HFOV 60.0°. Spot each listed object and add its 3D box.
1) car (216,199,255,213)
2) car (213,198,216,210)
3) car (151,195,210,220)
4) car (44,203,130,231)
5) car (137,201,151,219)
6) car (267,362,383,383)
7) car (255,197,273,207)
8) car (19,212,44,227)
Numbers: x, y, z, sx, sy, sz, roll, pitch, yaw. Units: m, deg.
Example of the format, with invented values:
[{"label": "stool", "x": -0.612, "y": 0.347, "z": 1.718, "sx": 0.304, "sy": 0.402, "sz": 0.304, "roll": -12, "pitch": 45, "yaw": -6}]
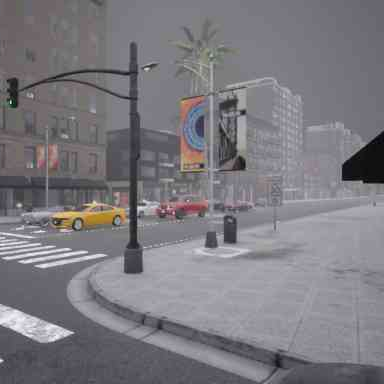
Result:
[{"label": "car", "x": 5.000, "y": 1.657, "z": 37.623, "sx": 1.895, "sy": 1.301, "sz": 4.718, "roll": 0, "pitch": 0, "yaw": 35}, {"label": "car", "x": 2.080, "y": 1.528, "z": 39.123, "sx": 1.882, "sy": 1.535, "sz": 5.008, "roll": 0, "pitch": 0, "yaw": 35}, {"label": "car", "x": -0.765, "y": 1.257, "z": 29.457, "sx": 2.150, "sy": 2.045, "sz": 5.566, "roll": 0, "pitch": 0, "yaw": 35}, {"label": "car", "x": -6.491, "y": 1.496, "z": 21.325, "sx": 1.882, "sy": 1.535, "sz": 5.008, "roll": 0, "pitch": 0, "yaw": 35}, {"label": "car", "x": -4.158, "y": 1.555, "z": 30.279, "sx": 1.812, "sy": 1.442, "sz": 4.674, "roll": 0, "pitch": 0, "yaw": 35}, {"label": "car", "x": 2.206, "y": 1.551, "z": 1.274, "sx": 4.403, "sy": 1.369, "sz": 2.008, "roll": 0, "pitch": 0, "yaw": 35}, {"label": "car", "x": 11.335, "y": 1.623, "z": 52.083, "sx": 1.837, "sy": 1.490, "sz": 4.892, "roll": 0, "pitch": 0, "yaw": 35}, {"label": "car", "x": -9.254, "y": 1.615, "z": 23.065, "sx": 1.895, "sy": 1.301, "sz": 4.718, "roll": 0, "pitch": 0, "yaw": 35}]
